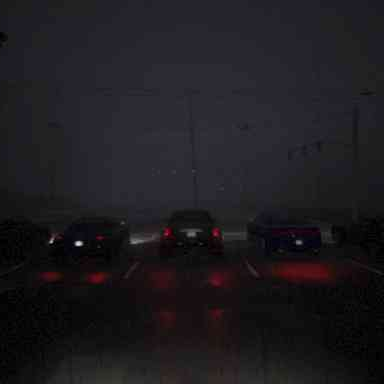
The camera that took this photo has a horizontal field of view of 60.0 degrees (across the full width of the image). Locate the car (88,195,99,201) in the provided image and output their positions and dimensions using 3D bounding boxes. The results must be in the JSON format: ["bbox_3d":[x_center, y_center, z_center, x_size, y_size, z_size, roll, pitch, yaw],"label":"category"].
[{"bbox_3d":[-27.184,1.585,86.017,5.008,1.535,1.882,0,0,35],"label":"car"}]

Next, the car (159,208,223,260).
[{"bbox_3d":[-0.035,1.368,12.681,2.097,1.767,4.553,0,0,0],"label":"car"}]

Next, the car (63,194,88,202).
[{"bbox_3d":[-29.055,1.643,83.047,5.357,1.411,2.033,0,0,35],"label":"car"}]

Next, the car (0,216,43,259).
[{"bbox_3d":[-7.035,1.579,12.593,1.994,1.385,4.181,0,0,0],"label":"car"}]

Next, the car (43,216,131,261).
[{"bbox_3d":[-3.530,1.579,12.328,1.994,1.385,4.181,0,0,0],"label":"car"}]

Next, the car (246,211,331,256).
[{"bbox_3d":[3.449,1.495,13.314,1.882,1.535,5.008,0,0,-1],"label":"car"}]

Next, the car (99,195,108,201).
[{"bbox_3d":[-25.810,1.636,89.295,4.902,1.511,2.128,0,0,32],"label":"car"}]

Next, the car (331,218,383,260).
[{"bbox_3d":[6.969,1.617,12.431,1.895,1.301,4.718,0,0,0],"label":"car"}]

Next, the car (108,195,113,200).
[{"bbox_3d":[-24.299,1.593,92.481,5.008,1.535,1.882,0,0,32],"label":"car"}]

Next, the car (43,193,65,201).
[{"bbox_3d":[-33.249,1.326,81.612,5.566,2.045,2.150,0,0,32],"label":"car"}]
